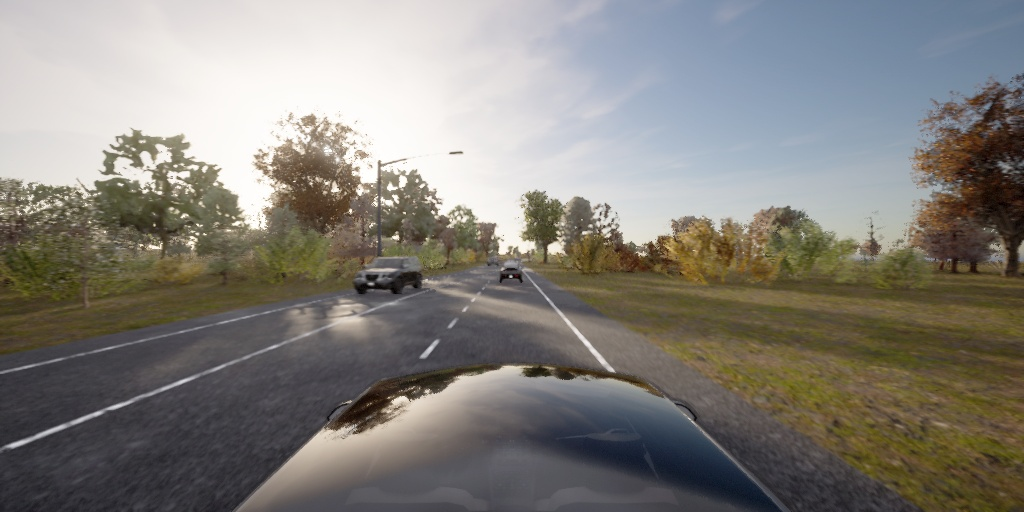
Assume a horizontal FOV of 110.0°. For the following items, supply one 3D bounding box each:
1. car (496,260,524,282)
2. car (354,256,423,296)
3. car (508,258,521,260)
[{"bbox_3d":[-0.091,1.343,30.045,1.837,1.490,4.892,0,0,0],"label":"car"},{"bbox_3d":[-6.781,1.031,20.389,2.150,2.045,5.566,0,0,4],"label":"car"},{"bbox_3d":[-0.151,1.383,48.437,1.837,1.490,4.892,0,0,0],"label":"car"}]
